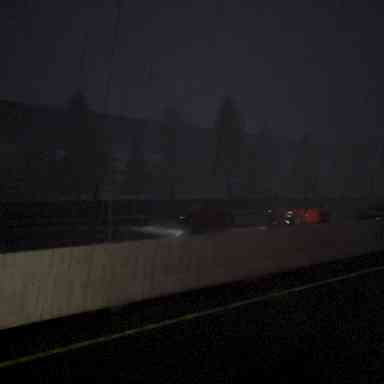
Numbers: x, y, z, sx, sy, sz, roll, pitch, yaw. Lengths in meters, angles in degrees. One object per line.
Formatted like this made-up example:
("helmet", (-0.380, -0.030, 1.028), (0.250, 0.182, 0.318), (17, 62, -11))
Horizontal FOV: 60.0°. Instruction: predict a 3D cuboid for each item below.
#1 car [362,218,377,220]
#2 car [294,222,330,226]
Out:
("car", (12.227, 1.484, 20.949), (4.892, 1.490, 1.837), (0, 0, -35))
("car", (6.888, 1.318, 21.511), (4.553, 1.767, 2.097), (0, 0, -35))
